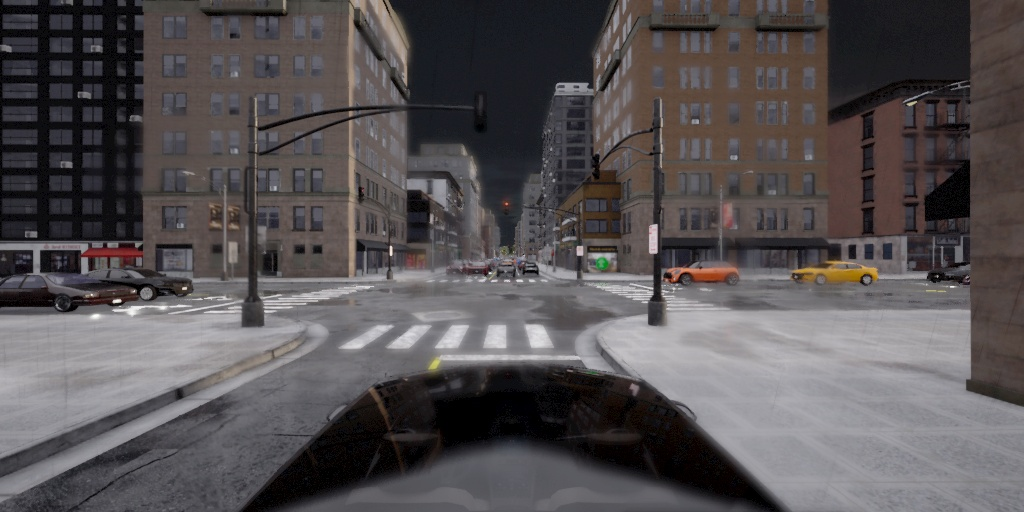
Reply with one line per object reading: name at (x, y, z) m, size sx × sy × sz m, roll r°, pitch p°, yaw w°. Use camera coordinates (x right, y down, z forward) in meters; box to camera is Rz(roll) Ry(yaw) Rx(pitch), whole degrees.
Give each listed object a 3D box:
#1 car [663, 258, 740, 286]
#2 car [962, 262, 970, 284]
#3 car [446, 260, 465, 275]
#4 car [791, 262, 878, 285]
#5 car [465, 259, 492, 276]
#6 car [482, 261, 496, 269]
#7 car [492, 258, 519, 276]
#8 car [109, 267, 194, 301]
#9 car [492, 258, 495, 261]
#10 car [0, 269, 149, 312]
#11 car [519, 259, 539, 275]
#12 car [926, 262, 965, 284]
car at (12.677, 1.054, 24.230) m, size 4.553 × 1.767 × 2.097 m, roll 0°, pitch 0°, yaw -1°
car at (21.867, 1.123, 14.402) m, size 5.008 × 1.535 × 1.882 m, roll -1°, pitch 0°, yaw -1°
car at (-6.041, 1.229, 39.550) m, size 1.967 × 1.591 × 4.097 m, roll 0°, pitch 0°, yaw 0°
car at (21.780, 1.142, 24.353) m, size 5.008 × 1.535 × 1.882 m, roll 0°, pitch 0°, yaw -1°
car at (-3.489, 1.264, 37.746) m, size 1.882 × 1.535 × 5.008 m, roll 0°, pitch 0°, yaw 0°
car at (-3.637, 1.424, 57.479) m, size 1.895 × 1.301 × 4.718 m, roll 0°, pitch 0°, yaw 0°
car at (-0.577, 1.277, 36.918) m, size 2.128 × 1.511 × 4.902 m, roll 0°, pitch 0°, yaw 0°
car at (-18.162, 1.290, 17.121) m, size 5.008 × 1.535 × 1.882 m, roll 0°, pitch 0°, yaw -1°
car at (-3.564, 1.308, 47.340) m, size 1.837 × 1.490 × 4.892 m, roll 0°, pitch 0°, yaw 0°
car at (-17.809, 1.352, 13.903) m, size 5.357 × 1.411 × 2.033 m, roll 0°, pitch 0°, yaw 3°
car at (1.984, 1.355, 39.615) m, size 1.948 × 1.339 × 4.313 m, roll 0°, pitch 0°, yaw 0°
car at (31.345, 1.129, 24.475) m, size 4.892 × 1.490 × 1.837 m, roll 0°, pitch 0°, yaw -1°
